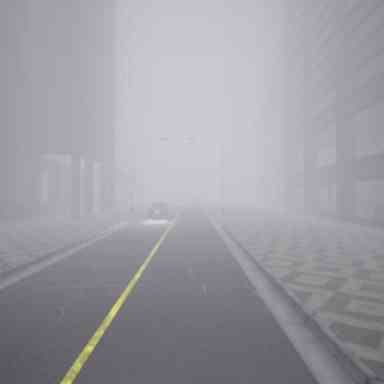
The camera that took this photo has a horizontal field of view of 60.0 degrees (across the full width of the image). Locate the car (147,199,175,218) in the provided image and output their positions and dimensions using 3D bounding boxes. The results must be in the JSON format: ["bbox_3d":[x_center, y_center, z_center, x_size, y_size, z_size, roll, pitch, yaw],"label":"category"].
[{"bbox_3d":[-3.058,1.603,31.456,2.128,1.511,4.902,0,0,0],"label":"car"}]

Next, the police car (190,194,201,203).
[{"bbox_3d":[0.986,1.579,71.339,1.930,1.638,5.238,0,0,0],"label":"police car"}]

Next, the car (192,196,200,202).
[{"bbox_3d":[0.998,1.678,81.230,1.812,1.442,4.674,0,0,0],"label":"car"}]

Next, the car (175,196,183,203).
[{"bbox_3d":[-2.911,1.606,73.747,2.128,1.511,4.902,0,0,0],"label":"car"}]
